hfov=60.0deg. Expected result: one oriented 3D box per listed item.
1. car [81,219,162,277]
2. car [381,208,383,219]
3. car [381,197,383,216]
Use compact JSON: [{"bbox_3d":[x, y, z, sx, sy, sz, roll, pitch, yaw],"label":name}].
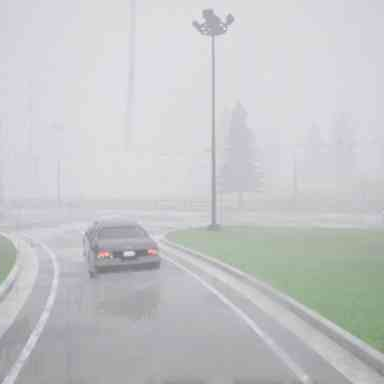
[{"bbox_3d":[-2.427,1.577,10.540,2.033,1.411,5.357,0,0,-20],"label":"car"},{"bbox_3d":[16.168,1.511,23.681,4.674,1.442,1.812,0,0,20],"label":"car"},{"bbox_3d":[19.759,1.335,29.845,4.553,1.767,2.097,0,0,20],"label":"car"}]
